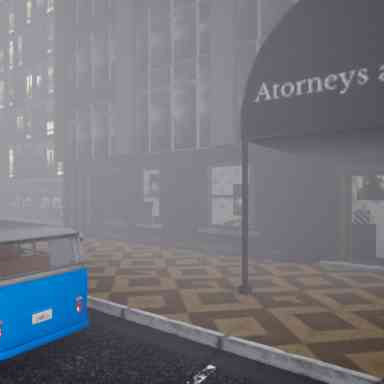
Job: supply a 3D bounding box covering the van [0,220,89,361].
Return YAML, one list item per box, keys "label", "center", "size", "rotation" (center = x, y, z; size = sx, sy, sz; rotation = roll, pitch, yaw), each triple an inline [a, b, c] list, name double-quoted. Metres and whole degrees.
- label: "van"
  center: [-3.405, 1.341, 5.287]
  size: [3.998, 1.788, 1.690]
  rotation: [0, 0, 35]
